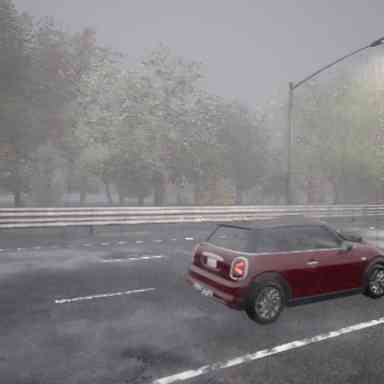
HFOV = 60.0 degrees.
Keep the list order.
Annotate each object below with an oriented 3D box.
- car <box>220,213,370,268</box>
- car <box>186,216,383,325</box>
[{"bbox_3d":[3.844,1.599,12.128,5.357,1.411,2.033,1,0,-28],"label":"car"},{"bbox_3d":[2.238,1.379,7.288,4.553,1.767,2.097,1,0,-28],"label":"car"}]
